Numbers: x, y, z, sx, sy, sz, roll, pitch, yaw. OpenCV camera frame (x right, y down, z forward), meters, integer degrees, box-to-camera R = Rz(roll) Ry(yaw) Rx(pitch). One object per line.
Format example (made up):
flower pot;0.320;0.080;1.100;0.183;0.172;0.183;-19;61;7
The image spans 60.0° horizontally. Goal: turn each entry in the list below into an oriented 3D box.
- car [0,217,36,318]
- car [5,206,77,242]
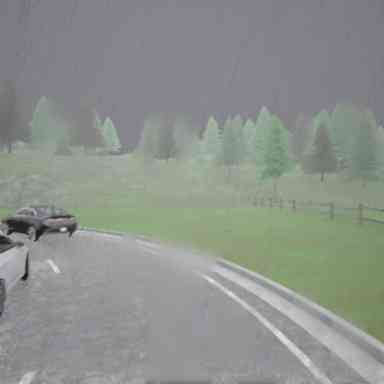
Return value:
car;-4.559;1.493;6.705;1.812;1.442;4.674;1;0;-18
car;-7.507;1.421;16.132;4.902;1.511;2.128;0;0;39
